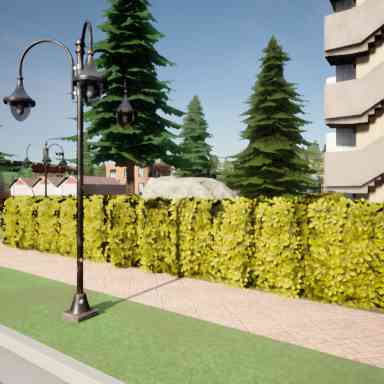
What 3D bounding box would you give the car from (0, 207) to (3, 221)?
[{"bbox_3d":[-12.732,1.313,25.669,2.097,1.767,4.553,0,0,35],"label":"car"}]
